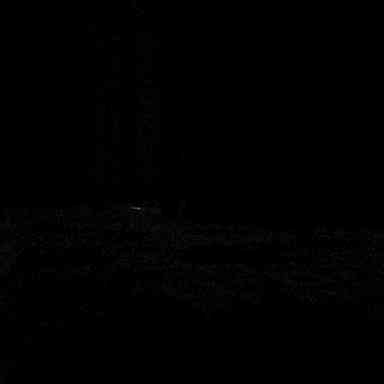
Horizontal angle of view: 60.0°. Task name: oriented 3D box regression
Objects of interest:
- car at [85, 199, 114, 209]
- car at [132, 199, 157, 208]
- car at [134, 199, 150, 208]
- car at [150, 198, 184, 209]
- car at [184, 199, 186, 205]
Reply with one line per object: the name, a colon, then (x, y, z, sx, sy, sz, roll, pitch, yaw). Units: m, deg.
car: (-15.063, 1.928, 54.228, 2.128, 1.511, 4.902, -1, -1, 36)
car: (-8.208, 1.987, 58.159, 1.994, 1.385, 4.181, -1, 0, 36)
car: (-6.692, 1.921, 54.550, 1.812, 1.442, 4.674, -1, 0, 36)
car: (-3.940, 1.725, 52.808, 2.097, 1.767, 4.553, -1, 0, 36)
car: (-0.400, 1.937, 63.392, 1.812, 1.442, 4.674, -1, 0, 36)
